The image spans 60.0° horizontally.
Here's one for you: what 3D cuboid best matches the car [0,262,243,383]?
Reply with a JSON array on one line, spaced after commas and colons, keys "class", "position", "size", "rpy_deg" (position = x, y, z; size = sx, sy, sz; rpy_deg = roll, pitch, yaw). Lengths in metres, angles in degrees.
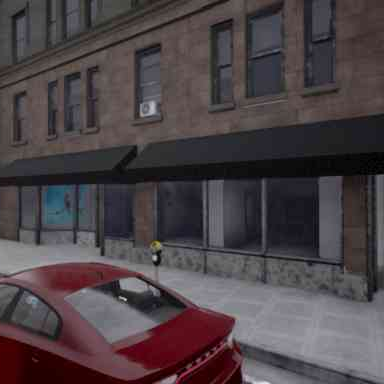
[{"class": "car", "position": [-1.611, 1.543, 3.999], "size": [4.507, 1.381, 1.887], "rpy_deg": [0, 0, 35]}]
